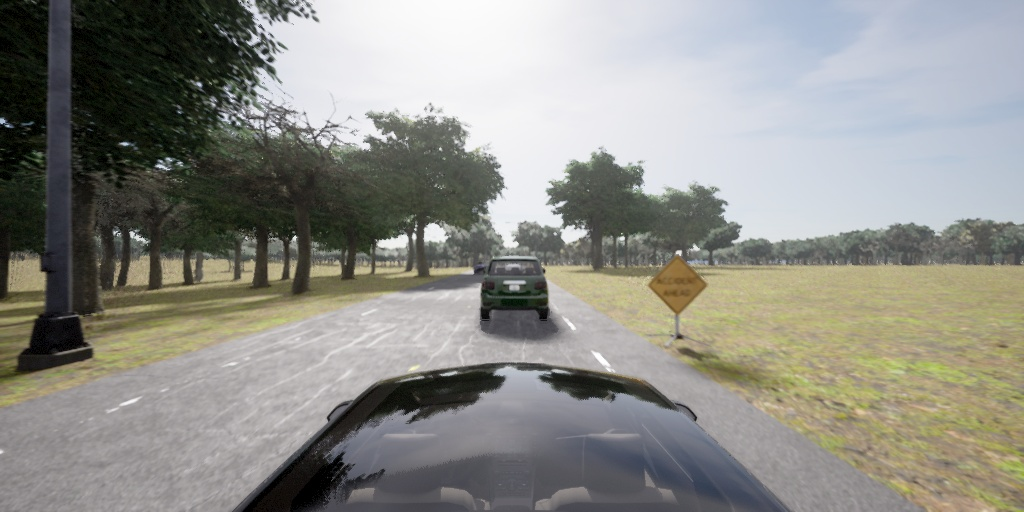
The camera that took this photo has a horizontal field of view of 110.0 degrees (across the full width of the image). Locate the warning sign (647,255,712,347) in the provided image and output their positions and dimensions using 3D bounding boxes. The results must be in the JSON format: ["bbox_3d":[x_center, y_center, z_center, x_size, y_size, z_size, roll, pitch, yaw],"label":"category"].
[{"bbox_3d":[3.549,0.901,7.699,1.300,1.860,1.060,0,0,0],"label":"warning sign"}]

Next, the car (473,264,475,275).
[{"bbox_3d":[-3.592,1.371,44.820,2.097,1.767,4.553,0,0,0],"label":"car"}]

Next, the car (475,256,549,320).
[{"bbox_3d":[0.085,1.039,13.089,2.150,2.045,5.566,0,-1,0],"label":"car"}]
